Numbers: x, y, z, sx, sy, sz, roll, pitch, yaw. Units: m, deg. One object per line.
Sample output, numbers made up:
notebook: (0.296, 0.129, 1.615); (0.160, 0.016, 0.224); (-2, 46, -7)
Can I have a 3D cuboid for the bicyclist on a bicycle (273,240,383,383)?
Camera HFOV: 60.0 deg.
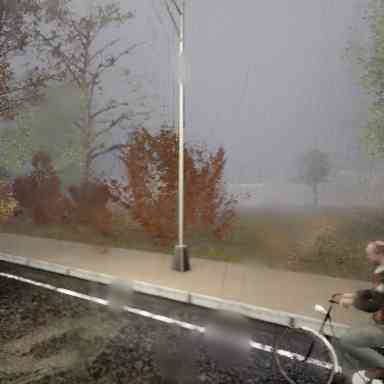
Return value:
bicyclist on a bicycle: (1.702, 1.370, 3.423); (1.843, 1.776, 0.659); (0, 0, 35)
